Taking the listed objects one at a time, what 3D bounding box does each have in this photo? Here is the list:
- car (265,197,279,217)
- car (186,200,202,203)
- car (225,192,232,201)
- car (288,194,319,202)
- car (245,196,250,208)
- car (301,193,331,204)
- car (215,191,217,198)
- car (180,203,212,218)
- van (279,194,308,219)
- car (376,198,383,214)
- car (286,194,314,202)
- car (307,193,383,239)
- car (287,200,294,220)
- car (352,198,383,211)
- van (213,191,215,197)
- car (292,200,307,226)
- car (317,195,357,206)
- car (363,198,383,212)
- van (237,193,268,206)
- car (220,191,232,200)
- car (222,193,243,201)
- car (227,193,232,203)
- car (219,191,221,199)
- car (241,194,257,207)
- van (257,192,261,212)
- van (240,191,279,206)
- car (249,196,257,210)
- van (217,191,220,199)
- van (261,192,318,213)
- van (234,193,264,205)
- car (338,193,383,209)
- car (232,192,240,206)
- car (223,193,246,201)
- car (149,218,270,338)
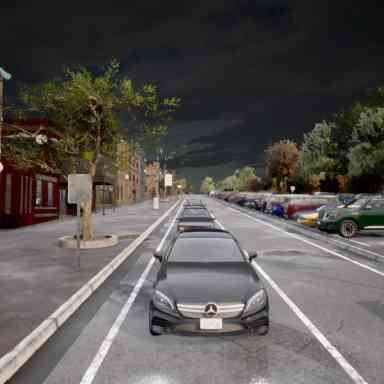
[{"bbox_3d":[9.202,1.460,28.251,5.008,1.535,2.097,0,0,0],"label":"car"},{"bbox_3d":[0.227,1.442,29.861,2.128,1.511,4.902,0,0,0],"label":"car"},{"bbox_3d":[8.974,1.279,61.899,4.674,1.452,2.002,0,1,0],"label":"car"},{"bbox_3d":[21.848,1.208,65.188,5.366,1.575,1.946,0,1,0],"label":"car"},{"bbox_3d":[9.127,1.465,39.471,4.674,1.452,2.002,0,0,0],"label":"car"},{"bbox_3d":[22.103,1.135,59.639,4.553,1.767,2.185,0,1,0],"label":"car"},{"bbox_3d":[8.836,1.064,81.520,5.008,1.535,2.097,0,1,0],"label":"car"},{"bbox_3d":[0.197,1.532,17.413,2.033,1.411,5.357,0,0,0],"label":"car"},{"bbox_3d":[9.343,1.237,25.448,4.442,1.987,1.878,0,0,0],"label":"van"},{"bbox_3d":[22.428,1.444,34.655,5.366,1.575,1.946,0,0,0],"label":"car"},{"bbox_3d":[22.020,1.187,67.966,4.892,1.521,2.231,0,1,0],"label":"car"},{"bbox_3d":[9.256,1.220,17.038,5.566,2.045,2.435,0,0,0],"label":"car"},{"bbox_3d":[9.248,1.506,22.645,4.674,1.452,2.002,0,0,0],"label":"car"},{"bbox_3d":[22.234,1.451,40.209,4.792,1.488,2.163,0,0,0],"label":"car"},{"bbox_3d":[8.667,0.763,89.927,4.442,1.987,1.878,0,1,0],"label":"van"},{"bbox_3d":[9.079,1.466,19.840,5.366,1.575,1.946,0,0,0],"label":"car"},{"bbox_3d":[22.315,1.332,51.313,5.366,1.575,1.946,0,1,0],"label":"car"},{"bbox_3d":[22.195,1.468,37.426,4.792,1.488,2.163,0,0,0],"label":"car"},{"bbox_3d":[9.170,1.113,50.685,4.442,1.987,1.878,0,1,0],"label":"van"},{"bbox_3d":[8.928,0.962,64.699,5.566,2.045,2.435,0,1,0],"label":"car"},{"bbox_3d":[8.868,1.013,73.110,4.553,1.767,2.185,0,1,0],"label":"car"},{"bbox_3d":[9.008,1.290,56.293,4.892,1.521,2.231,0,1,0],"label":"car"},{"bbox_3d":[8.909,0.937,67.502,5.566,2.045,2.435,0,1,0],"label":"car"},{"bbox_3d":[9.117,1.408,42.274,4.892,1.521,2.231,0,0,0],"label":"car"},{"bbox_3d":[9.285,1.222,33.860,4.442,1.987,1.878,0,0,0],"label":"van"},{"bbox_3d":[9.208,1.163,45.080,4.442,1.987,1.878,0,0,0],"label":"van"},{"bbox_3d":[9.179,1.469,36.663,4.792,1.488,2.163,0,0,0],"label":"car"},{"bbox_3d":[8.744,0.863,78.714,4.442,1.987,1.878,0,1,0],"label":"van"},{"bbox_3d":[9.071,1.230,31.057,4.442,1.987,1.878,0,0,0],"label":"van"},{"bbox_3d":[9.151,1.088,53.488,4.442,1.987,1.878,0,1,0],"label":"van"},{"bbox_3d":[22.157,1.153,42.982,5.566,2.045,2.435,0,0,0],"label":"car"},{"bbox_3d":[9.044,1.112,47.880,5.566,2.045,2.435,0,1,0],"label":"car"},{"bbox_3d":[8.887,1.038,70.306,4.553,1.767,2.185,0,1,0],"label":"car"},{"bbox_3d":[0.254,1.524,6.834,1.812,1.442,4.674,0,0,0],"label":"car"}]
